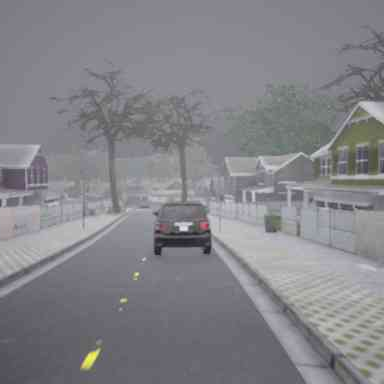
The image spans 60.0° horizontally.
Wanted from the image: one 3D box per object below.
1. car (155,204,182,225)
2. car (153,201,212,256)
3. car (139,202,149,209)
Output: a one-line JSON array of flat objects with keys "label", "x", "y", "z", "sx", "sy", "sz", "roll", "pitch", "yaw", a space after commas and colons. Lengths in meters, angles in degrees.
[{"label": "car", "x": -2.159, "y": 1.901, "z": 29.408, "sx": 2.128, "sy": 1.511, "sz": 4.902, "roll": 0, "pitch": -1, "yaw": -7}, {"label": "car", "x": -0.480, "y": 1.387, "z": 14.132, "sx": 2.150, "sy": 2.045, "sz": 5.566, "roll": 0, "pitch": -1, "yaw": -4}, {"label": "car", "x": -9.495, "y": 2.697, "z": 65.904, "sx": 1.994, "sy": 1.385, "sz": 4.181, "roll": 0, "pitch": -1, "yaw": -7}]
